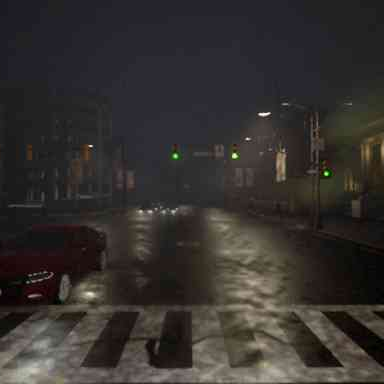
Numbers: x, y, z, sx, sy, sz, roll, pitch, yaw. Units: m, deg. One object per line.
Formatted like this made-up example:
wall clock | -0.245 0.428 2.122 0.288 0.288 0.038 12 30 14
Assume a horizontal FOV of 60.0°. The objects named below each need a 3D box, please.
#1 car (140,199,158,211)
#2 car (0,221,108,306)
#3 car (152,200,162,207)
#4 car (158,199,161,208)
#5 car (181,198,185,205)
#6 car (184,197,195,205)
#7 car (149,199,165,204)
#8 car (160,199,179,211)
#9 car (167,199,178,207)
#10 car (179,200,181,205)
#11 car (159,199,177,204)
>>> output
car | -7.098 2.221 53.426 1.812 1.442 4.674 0 -1 0
car | -3.600 1.591 8.581 1.882 1.535 5.008 0 -1 0
car | -7.800 2.449 72.958 1.837 1.490 4.892 0 -1 -10
car | -7.098 2.366 62.928 2.033 1.411 5.357 0 -1 0
car | -4.220 2.643 83.870 1.994 1.385 4.181 0 -1 -29
car | -1.185 2.338 85.605 2.150 2.045 5.566 0 -1 -29
car | -9.614 2.648 92.208 1.837 1.490 4.892 1 -1 -43
car | -3.600 2.206 53.855 1.837 1.490 4.892 0 -1 0
car | -4.384 2.436 73.666 1.882 1.535 5.008 0 -1 -10
car | -3.604 2.327 63.268 1.837 1.490 4.892 0 -1 0
car | -6.887 2.707 94.401 2.033 1.411 5.357 1 -1 -43
